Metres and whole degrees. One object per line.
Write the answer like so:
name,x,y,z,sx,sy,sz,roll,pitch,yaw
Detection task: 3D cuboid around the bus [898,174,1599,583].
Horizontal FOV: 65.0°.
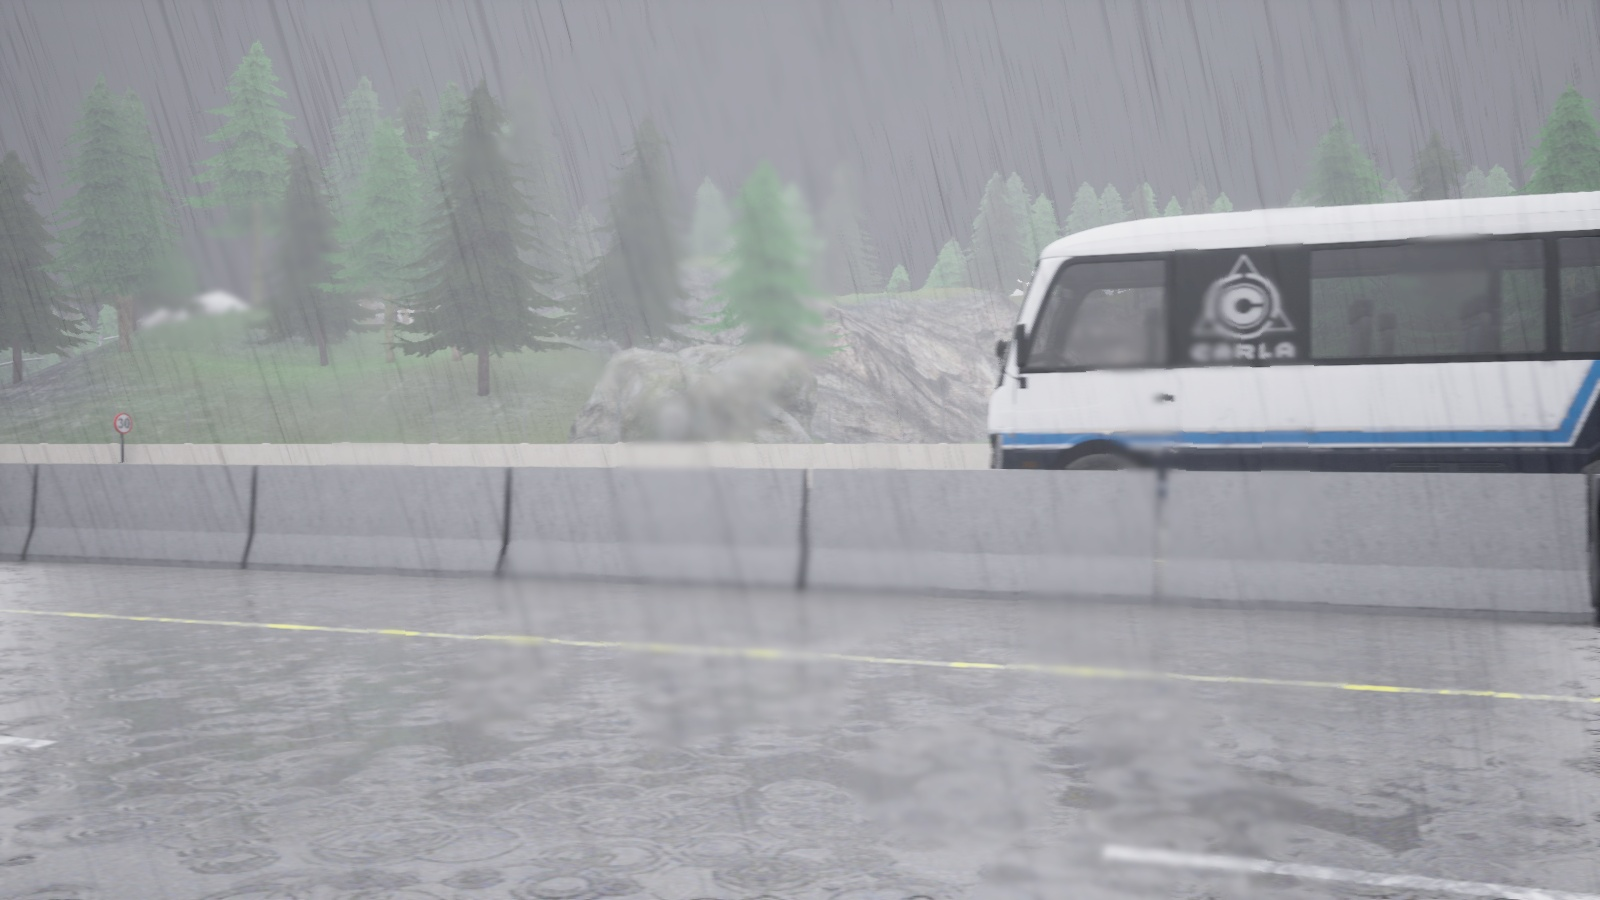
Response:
bus,6.697,-0.776,15.689,10.273,4.253,3.944,0,1,19
